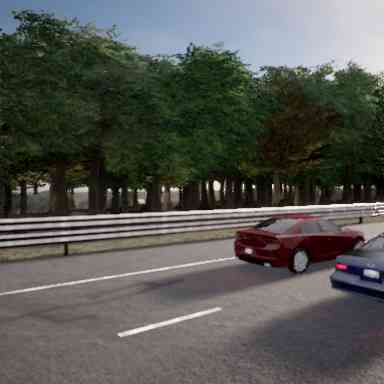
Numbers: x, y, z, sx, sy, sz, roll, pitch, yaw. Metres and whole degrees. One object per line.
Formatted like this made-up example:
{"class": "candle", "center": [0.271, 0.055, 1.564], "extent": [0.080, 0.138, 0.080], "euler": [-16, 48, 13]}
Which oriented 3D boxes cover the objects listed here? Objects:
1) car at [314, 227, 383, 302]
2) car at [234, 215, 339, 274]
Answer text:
{"class": "car", "center": [5.333, 1.542, 7.557], "extent": [5.357, 1.411, 2.033], "euler": [0, 0, -36]}
{"class": "car", "center": [3.577, 1.472, 10.607], "extent": [5.008, 1.535, 1.882], "euler": [0, 0, -35]}
